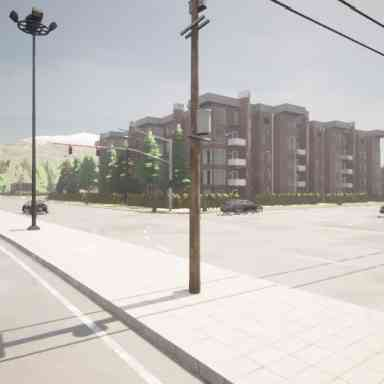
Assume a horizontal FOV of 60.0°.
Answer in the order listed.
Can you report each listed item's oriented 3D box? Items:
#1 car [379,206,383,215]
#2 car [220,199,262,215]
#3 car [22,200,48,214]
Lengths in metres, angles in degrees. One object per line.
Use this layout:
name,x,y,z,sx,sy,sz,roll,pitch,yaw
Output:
car,19.572,1.547,31.032,5.357,1.411,2.033,0,0,-35
car,5.038,1.492,33.476,4.902,1.511,2.128,0,0,-38
car,-16.528,1.525,34.976,1.812,1.442,4.674,0,0,-37
